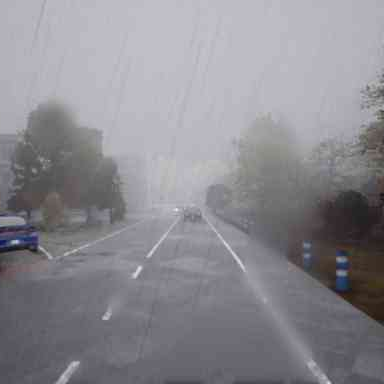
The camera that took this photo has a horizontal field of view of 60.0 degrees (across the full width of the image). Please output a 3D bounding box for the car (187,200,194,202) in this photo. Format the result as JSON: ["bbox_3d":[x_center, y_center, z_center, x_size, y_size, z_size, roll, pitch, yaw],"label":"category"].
[{"bbox_3d":[-0.531,3.409,95.620,2.150,2.045,5.566,-1,0,-7],"label":"car"}]

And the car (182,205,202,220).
[{"bbox_3d":[0.101,2.407,36.835,1.895,1.301,4.718,0,-2,0],"label":"car"}]

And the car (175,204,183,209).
[{"bbox_3d":[-3.266,3.674,84.588,1.895,1.301,4.718,0,-2,0],"label":"car"}]

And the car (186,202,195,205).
[{"bbox_3d":[0.080,2.998,61.819,1.812,1.442,4.674,0,-2,0],"label":"car"}]

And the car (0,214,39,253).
[{"bbox_3d":[-7.932,1.678,13.892,1.882,1.535,5.008,-4,2,-39],"label":"car"}]
